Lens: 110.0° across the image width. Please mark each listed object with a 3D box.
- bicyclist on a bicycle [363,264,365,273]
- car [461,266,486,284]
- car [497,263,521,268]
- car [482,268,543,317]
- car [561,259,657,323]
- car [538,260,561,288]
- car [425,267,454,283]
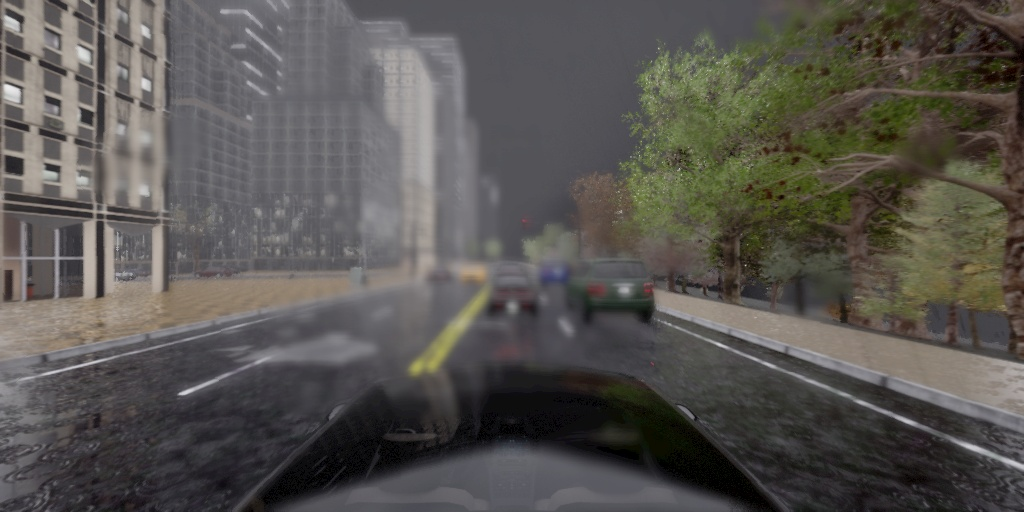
[{"bbox_3d":[-24.626,2.130,60.198,0.582,1.620,1.656,-1,0,0],"label":"bicyclist on a bicycle"},{"bbox_3d":[-3.293,1.633,31.638,1.882,1.535,5.008,0,-1,0],"label":"car"},{"bbox_3d":[0.055,1.471,28.979,2.097,1.767,4.553,0,-1,1],"label":"car"},{"bbox_3d":[0.050,1.424,14.111,1.837,1.490,4.892,0,0,1],"label":"car"},{"bbox_3d":[3.285,1.124,12.921,2.150,2.045,5.566,0,-1,1],"label":"car"},{"bbox_3d":[3.292,1.328,27.928,2.150,2.045,5.566,0,-1,1],"label":"car"},{"bbox_3d":[-6.536,1.734,32.634,1.994,1.385,4.181,0,-1,0],"label":"car"}]
